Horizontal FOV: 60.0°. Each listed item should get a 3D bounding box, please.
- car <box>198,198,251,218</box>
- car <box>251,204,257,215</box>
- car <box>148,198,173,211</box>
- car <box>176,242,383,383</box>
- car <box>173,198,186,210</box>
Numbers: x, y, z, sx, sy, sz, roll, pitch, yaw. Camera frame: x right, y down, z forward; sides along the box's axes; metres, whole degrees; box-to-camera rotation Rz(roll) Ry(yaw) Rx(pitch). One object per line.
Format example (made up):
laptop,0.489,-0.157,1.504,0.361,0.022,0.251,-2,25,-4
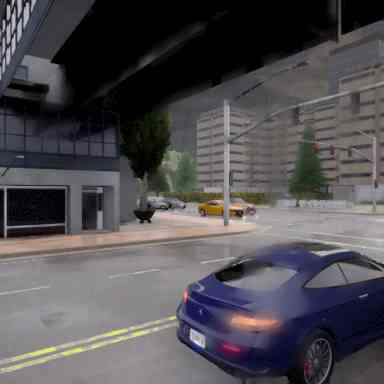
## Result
car,2.537,1.478,29.621,1.882,1.535,5.008,0,0,-36
car,4.304,1.352,33.149,2.097,1.767,4.553,0,0,-36
car,-4.446,1.564,39.292,1.994,1.385,4.181,0,0,-36
car,1.947,1.526,5.185,4.674,1.442,1.812,0,0,-35
car,-2.620,1.491,42.745,2.128,1.511,4.902,0,0,-36
